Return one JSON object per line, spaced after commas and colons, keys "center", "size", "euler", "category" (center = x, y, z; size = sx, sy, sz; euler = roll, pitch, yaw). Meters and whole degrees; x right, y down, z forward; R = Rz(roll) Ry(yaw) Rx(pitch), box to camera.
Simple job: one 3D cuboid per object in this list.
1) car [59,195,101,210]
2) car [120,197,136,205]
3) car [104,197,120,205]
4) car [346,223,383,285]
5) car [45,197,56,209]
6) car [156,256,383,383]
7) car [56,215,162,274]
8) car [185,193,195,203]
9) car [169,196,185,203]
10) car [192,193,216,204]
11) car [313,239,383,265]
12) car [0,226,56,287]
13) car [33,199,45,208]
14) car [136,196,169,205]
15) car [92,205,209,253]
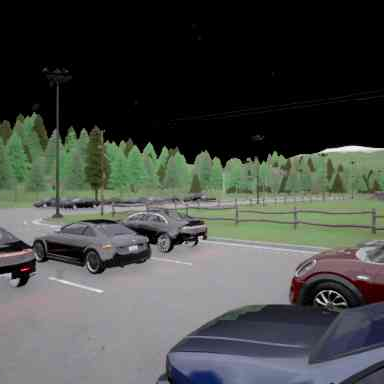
{"center": [-14.437, 1.477, 43.308], "size": [1.882, 1.535, 5.008], "euler": [0, 0, 36], "category": "car"}
{"center": [-9.013, 1.546, 56.591], "size": [2.033, 1.411, 5.357], "euler": [0, 0, 37], "category": "car"}
{"center": [-13.609, 1.547, 56.257], "size": [2.033, 1.411, 5.357], "euler": [0, 0, 37], "category": "car"}
{"center": [6.449, 1.601, 7.966], "size": [4.718, 1.301, 1.895], "euler": [0, 0, 36], "category": "car"}
{"center": [-17.084, 1.353, 45.617], "size": [2.097, 1.767, 4.553], "euler": [0, 0, 36], "category": "car"}
{"center": [2.274, 1.547, 2.351], "size": [5.357, 1.411, 2.033], "euler": [0, 0, 36], "category": "car"}
{"center": [-3.285, 1.564, 10.629], "size": [4.181, 1.385, 1.994], "euler": [0, 0, 36], "category": "car"}
{"center": [0.333, 1.221, 69.091], "size": [2.150, 2.045, 5.566], "euler": [0, 0, 36], "category": "car"}
{"center": [-4.174, 1.506, 68.894], "size": [1.837, 1.490, 4.892], "euler": [0, 0, 37], "category": "car"}
{"center": [2.802, 1.477, 66.590], "size": [1.882, 1.535, 5.008], "euler": [0, 0, 37], "category": "car"}
{"center": [3.988, 1.352, 5.422], "size": [4.553, 1.767, 2.097], "euler": [0, 0, 36], "category": "car"}
{"center": [-5.716, 1.491, 8.070], "size": [4.902, 1.511, 2.128], "euler": [0, 0, 36], "category": "car"}
{"center": [-20.073, 1.505, 47.455], "size": [1.837, 1.490, 4.892], "euler": [0, 0, 36], "category": "car"}
{"center": [-6.422, 1.526, 54.190], "size": [1.812, 1.442, 4.674], "euler": [0, 0, 36], "category": "car"}
{"center": [-1.641, 1.491, 13.762], "size": [4.902, 1.511, 2.128], "euler": [0, 0, 36], "category": "car"}
